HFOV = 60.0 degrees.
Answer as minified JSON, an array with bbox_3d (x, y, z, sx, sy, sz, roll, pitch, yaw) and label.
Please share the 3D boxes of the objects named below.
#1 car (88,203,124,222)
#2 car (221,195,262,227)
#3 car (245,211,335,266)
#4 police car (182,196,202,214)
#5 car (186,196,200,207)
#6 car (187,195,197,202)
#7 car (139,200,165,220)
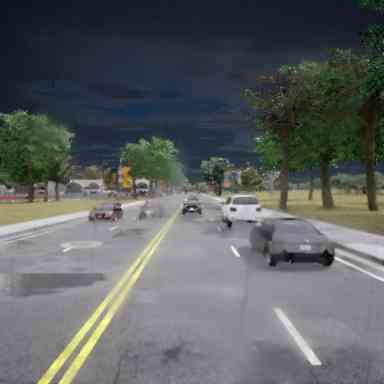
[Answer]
[{"bbox_3d":[-6.588,1.556,25.834,1.994,1.385,4.181,0,0,0],"label":"car"},{"bbox_3d":[3.257,1.214,22.576,2.150,2.045,5.566,0,0,0],"label":"car"},{"bbox_3d":[3.254,1.560,11.545,1.994,1.385,4.181,0,0,0],"label":"car"},{"bbox_3d":[-0.001,1.497,35.197,2.038,1.542,4.974,0,0,0],"label":"police car"},{"bbox_3d":[0.113,1.471,52.598,2.128,1.511,4.902,0,0,0],"label":"car"},{"bbox_3d":[0.021,1.503,73.873,2.033,1.411,5.357,0,0,0],"label":"car"},{"bbox_3d":[-3.334,1.483,28.390,2.128,1.511,4.902,0,0,0],"label":"car"}]
